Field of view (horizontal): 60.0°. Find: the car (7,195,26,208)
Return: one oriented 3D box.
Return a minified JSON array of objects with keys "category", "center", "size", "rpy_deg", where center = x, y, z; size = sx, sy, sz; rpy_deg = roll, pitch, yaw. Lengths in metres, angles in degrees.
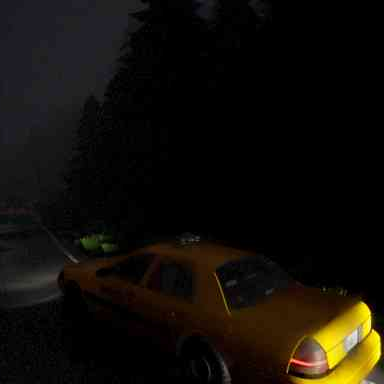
[{"category":"car","center":[-21.128,1.060,40.058],"size":[2.128,1.511,4.902],"rpy_deg":[-2,2,-26]}]

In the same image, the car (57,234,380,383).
[{"category":"car","center":[-0.250,1.418,5.080],"size":[5.366,1.575,1.801],"rpy_deg":[1,1,44]}]
